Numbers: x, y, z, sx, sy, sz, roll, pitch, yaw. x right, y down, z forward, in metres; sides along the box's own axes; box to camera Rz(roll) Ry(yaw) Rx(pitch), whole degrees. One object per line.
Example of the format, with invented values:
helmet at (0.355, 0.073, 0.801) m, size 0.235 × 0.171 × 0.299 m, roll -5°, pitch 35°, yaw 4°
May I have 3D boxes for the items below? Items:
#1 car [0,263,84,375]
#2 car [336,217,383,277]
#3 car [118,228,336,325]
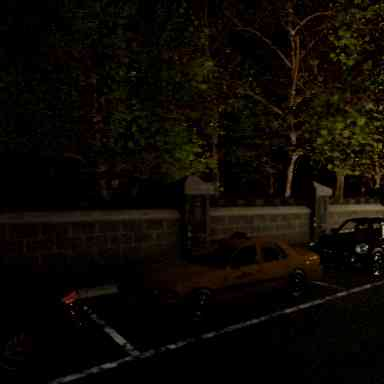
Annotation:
car at (-3.510, 1.577, 4.052) m, size 4.206 × 1.307 × 1.802 m, roll 1°, pitch 0°, yaw -36°
car at (5.503, 1.540, 10.493) m, size 4.097 × 1.590 × 1.967 m, roll 1°, pitch 0°, yaw -36°
car at (0.858, 1.571, 7.173) m, size 4.829 × 1.417 × 1.752 m, roll 1°, pitch 0°, yaw -36°
